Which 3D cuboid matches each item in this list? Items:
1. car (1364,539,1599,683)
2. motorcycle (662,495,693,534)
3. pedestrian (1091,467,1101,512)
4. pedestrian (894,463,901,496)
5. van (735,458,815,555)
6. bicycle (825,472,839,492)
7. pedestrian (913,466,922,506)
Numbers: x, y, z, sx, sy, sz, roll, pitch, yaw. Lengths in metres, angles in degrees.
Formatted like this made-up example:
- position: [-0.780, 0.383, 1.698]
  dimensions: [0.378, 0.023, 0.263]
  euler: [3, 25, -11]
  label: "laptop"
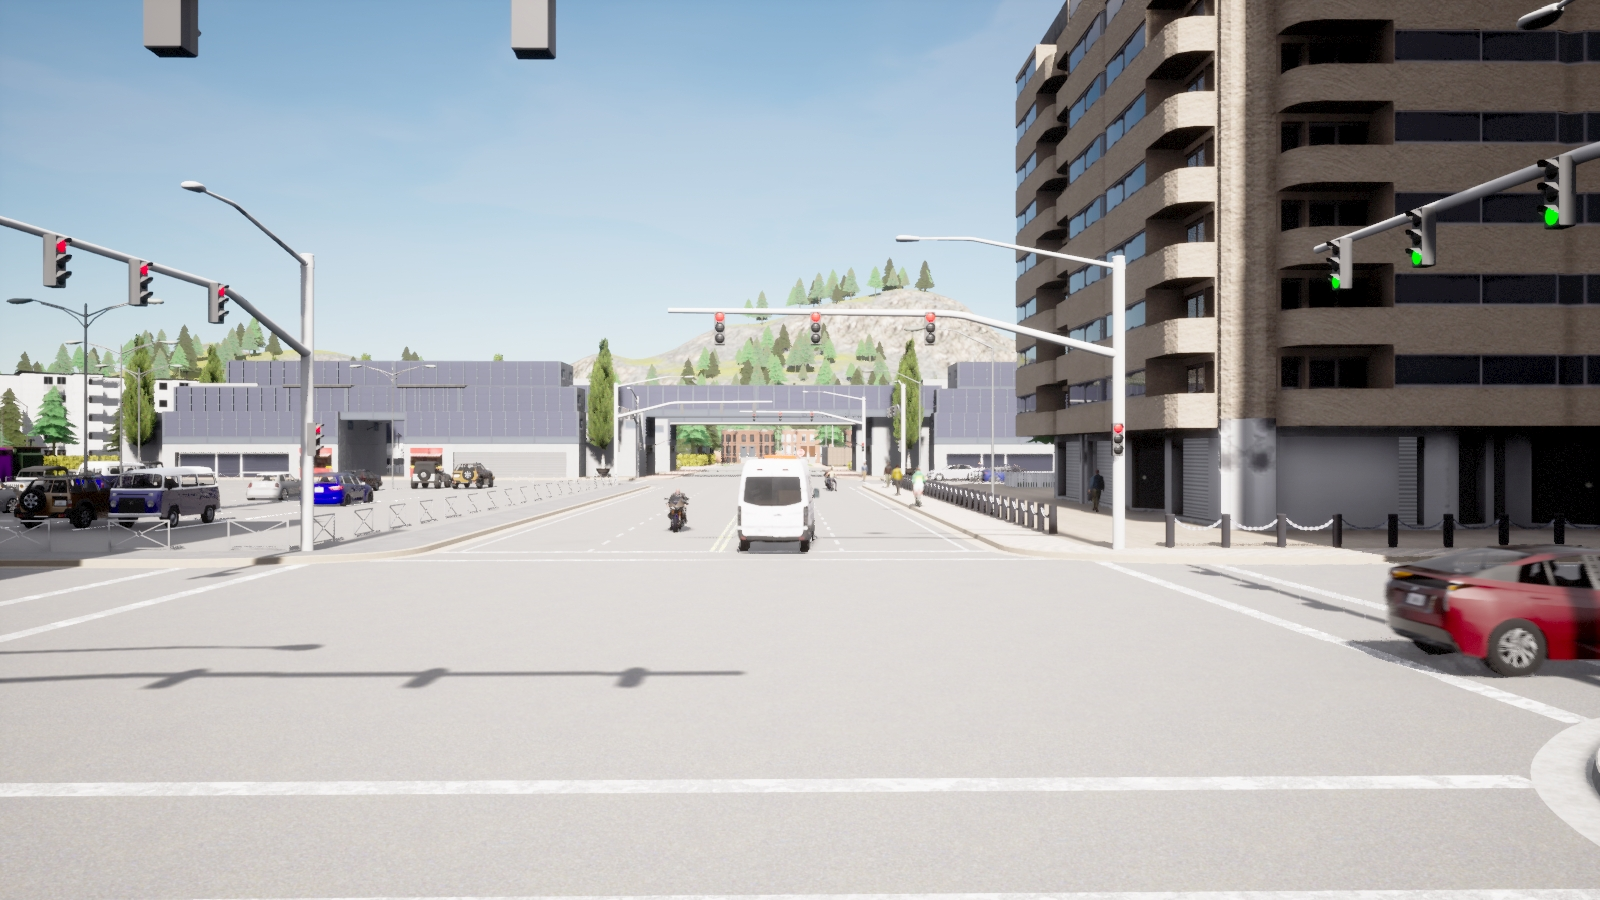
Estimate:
- position: [9.959, 1.987, 14.599]
  dimensions: [4.514, 1.525, 2.007]
  euler: [0, 0, -2]
  label: "car"
- position: [-4.213, 2.205, 39.441]
  dimensions: [0.867, 1.251, 2.209]
  euler: [0, 0, -1]
  label: "motorcycle"
- position: [12.333, 1.656, 47.624]
  dimensions: [0.375, 1.860, 0.375]
  euler: [0, 0, 8]
  label: "pedestrian"
- position: [5.646, 1.695, 66.009]
  dimensions: [0.375, 1.860, 0.375]
  euler: [0, 0, -2]
  label: "pedestrian"
- position: [-0.625, 1.535, 33.573]
  dimensions: [1.988, 2.561, 5.915]
  euler: [0, 0, 2]
  label: "van"
- position: [2.134, 2.158, 77.288]
  dimensions: [0.859, 1.276, 1.487]
  euler: [0, 0, -1]
  label: "bicycle"
- position: [5.512, 1.695, 53.415]
  dimensions: [0.375, 1.860, 0.375]
  euler: [0, 0, -1]
  label: "pedestrian"
